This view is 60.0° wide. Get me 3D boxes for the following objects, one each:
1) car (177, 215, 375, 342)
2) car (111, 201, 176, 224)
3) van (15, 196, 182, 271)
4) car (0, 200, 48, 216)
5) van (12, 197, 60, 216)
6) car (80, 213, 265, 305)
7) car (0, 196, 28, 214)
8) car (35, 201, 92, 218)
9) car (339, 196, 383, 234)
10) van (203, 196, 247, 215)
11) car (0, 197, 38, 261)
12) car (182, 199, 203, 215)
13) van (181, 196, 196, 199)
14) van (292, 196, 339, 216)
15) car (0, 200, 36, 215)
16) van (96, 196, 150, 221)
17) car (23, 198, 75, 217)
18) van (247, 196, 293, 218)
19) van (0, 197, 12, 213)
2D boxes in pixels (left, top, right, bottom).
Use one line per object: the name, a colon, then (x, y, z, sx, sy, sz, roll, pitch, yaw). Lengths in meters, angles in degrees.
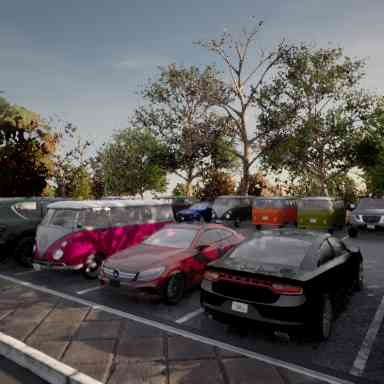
car: (2.113, 1.478, 6.714, 2.097, 1.535, 5.008, 0, 0, 36)
car: (-3.761, 1.536, 26.791, 1.946, 1.575, 5.366, -1, -1, 36)
van: (-2.465, 1.234, 9.856, 1.878, 1.987, 4.442, 0, 0, 36)
car: (-19.422, 1.789, 38.228, 2.231, 1.521, 4.892, -1, -1, 36)
van: (-17.100, 1.527, 36.717, 1.878, 1.987, 4.442, -1, -1, 36)
car: (-0.139, 1.509, 8.337, 2.002, 1.452, 4.674, 0, 0, 36)
car: (-23.905, 1.616, 41.482, 2.435, 2.045, 5.566, -1, -1, 36)
car: (-12.767, 1.683, 33.463, 2.097, 1.535, 5.008, -1, -1, 36)
car: (9.724, 1.225, 17.324, 2.435, 2.045, 5.566, 0, 0, 36)
van: (2.909, 1.224, 22.096, 1.878, 1.987, 4.442, 0, 0, 36)
car: (-4.637, 1.200, 11.591, 2.435, 2.045, 5.566, 0, 0, 36)
car: (0.852, 1.468, 23.720, 2.097, 1.535, 5.008, -1, -1, 36)
van: (-1.474, 1.278, 25.236, 1.878, 1.987, 4.442, -1, -1, 36)
van: (7.556, 1.241, 19.055, 1.878, 1.987, 4.442, 0, 0, 36)
car: (-21.775, 1.823, 39.694, 1.946, 1.575, 5.366, -1, -1, 36)
van: (-5.840, 1.349, 28.651, 1.878, 1.987, 4.442, -1, -1, 36)
car: (-14.934, 1.591, 34.983, 2.185, 1.767, 4.553, -1, -1, 36)
van: (5.405, 1.233, 20.595, 1.878, 1.987, 4.442, 0, 0, 36)
van: (-26.203, 1.695, 43.238, 1.878, 1.987, 4.442, -1, -1, 36)
